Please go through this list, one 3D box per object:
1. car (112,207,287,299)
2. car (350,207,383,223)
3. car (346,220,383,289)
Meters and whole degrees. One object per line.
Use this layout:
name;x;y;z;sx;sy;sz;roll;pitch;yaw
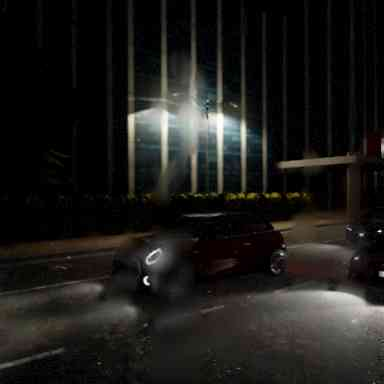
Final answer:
car;0.312;1.317;8.500;4.553;1.767;2.097;0;0;-35
car;8.590;1.398;14.381;4.892;1.490;1.837;0;0;-35
car;5.595;1.501;7.957;4.181;1.385;1.994;0;0;-35
